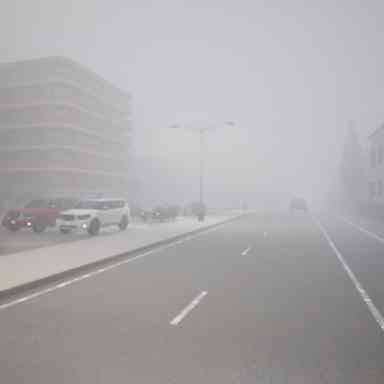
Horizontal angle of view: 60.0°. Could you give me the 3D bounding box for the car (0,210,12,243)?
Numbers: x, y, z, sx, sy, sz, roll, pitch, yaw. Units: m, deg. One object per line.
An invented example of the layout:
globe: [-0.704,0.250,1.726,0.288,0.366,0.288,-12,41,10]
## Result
car: [-8.941,1.524,11.147,1.882,1.535,5.008,0,-1,18]

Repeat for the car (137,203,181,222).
car: [-2.821,1.920,29.780,1.895,1.301,4.718,0,-1,18]

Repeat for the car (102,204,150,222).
car: [-6.055,1.853,31.141,2.033,1.411,5.357,0,-1,18]

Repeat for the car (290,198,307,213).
car: [15.270,1.916,47.722,2.150,2.045,5.566,0,-1,18]

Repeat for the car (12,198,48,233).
car: [-9.256,1.384,21.411,2.150,2.045,5.566,0,-1,18]

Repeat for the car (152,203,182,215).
car: [-2.935,2.044,40.540,1.895,1.301,4.718,0,-1,19]

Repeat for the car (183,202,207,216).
car: [0.449,1.956,39.620,2.128,1.511,4.902,0,-1,19]

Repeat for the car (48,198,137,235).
car: [-5.846,1.406,20.563,2.150,2.045,5.566,0,-1,18]
